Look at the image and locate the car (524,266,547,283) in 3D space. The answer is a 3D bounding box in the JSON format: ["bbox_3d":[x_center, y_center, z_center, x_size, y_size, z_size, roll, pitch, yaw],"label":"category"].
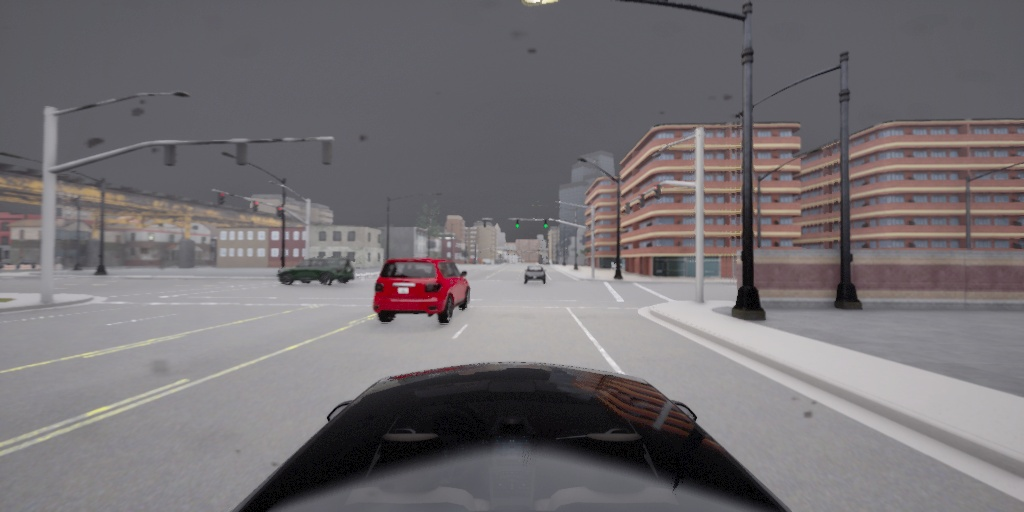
[{"bbox_3d":[2.089,1.625,32.470,2.128,1.511,4.902,0,-1,4],"label":"car"}]

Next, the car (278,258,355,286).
[{"bbox_3d":[-14.883,1.199,27.417,5.566,2.045,2.150,-1,-1,10],"label":"car"}]

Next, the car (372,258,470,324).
[{"bbox_3d":[-2.928,1.097,12.713,2.150,2.045,5.566,0,-1,2],"label":"car"}]
